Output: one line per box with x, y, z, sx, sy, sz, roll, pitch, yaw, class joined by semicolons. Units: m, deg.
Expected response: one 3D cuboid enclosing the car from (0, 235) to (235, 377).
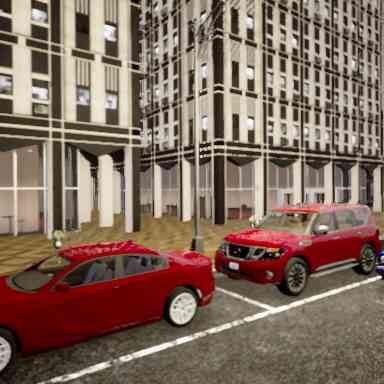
-1.677;1.534;5.366;4.507;1.381;1.887;0;0;-35;car

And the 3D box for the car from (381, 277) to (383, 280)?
6.357;1.533;7.911;4.718;1.301;1.895;-1;0;-35;car

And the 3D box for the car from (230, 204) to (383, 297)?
2.961;1.264;8.675;5.009;1.841;2.192;0;0;-35;car
